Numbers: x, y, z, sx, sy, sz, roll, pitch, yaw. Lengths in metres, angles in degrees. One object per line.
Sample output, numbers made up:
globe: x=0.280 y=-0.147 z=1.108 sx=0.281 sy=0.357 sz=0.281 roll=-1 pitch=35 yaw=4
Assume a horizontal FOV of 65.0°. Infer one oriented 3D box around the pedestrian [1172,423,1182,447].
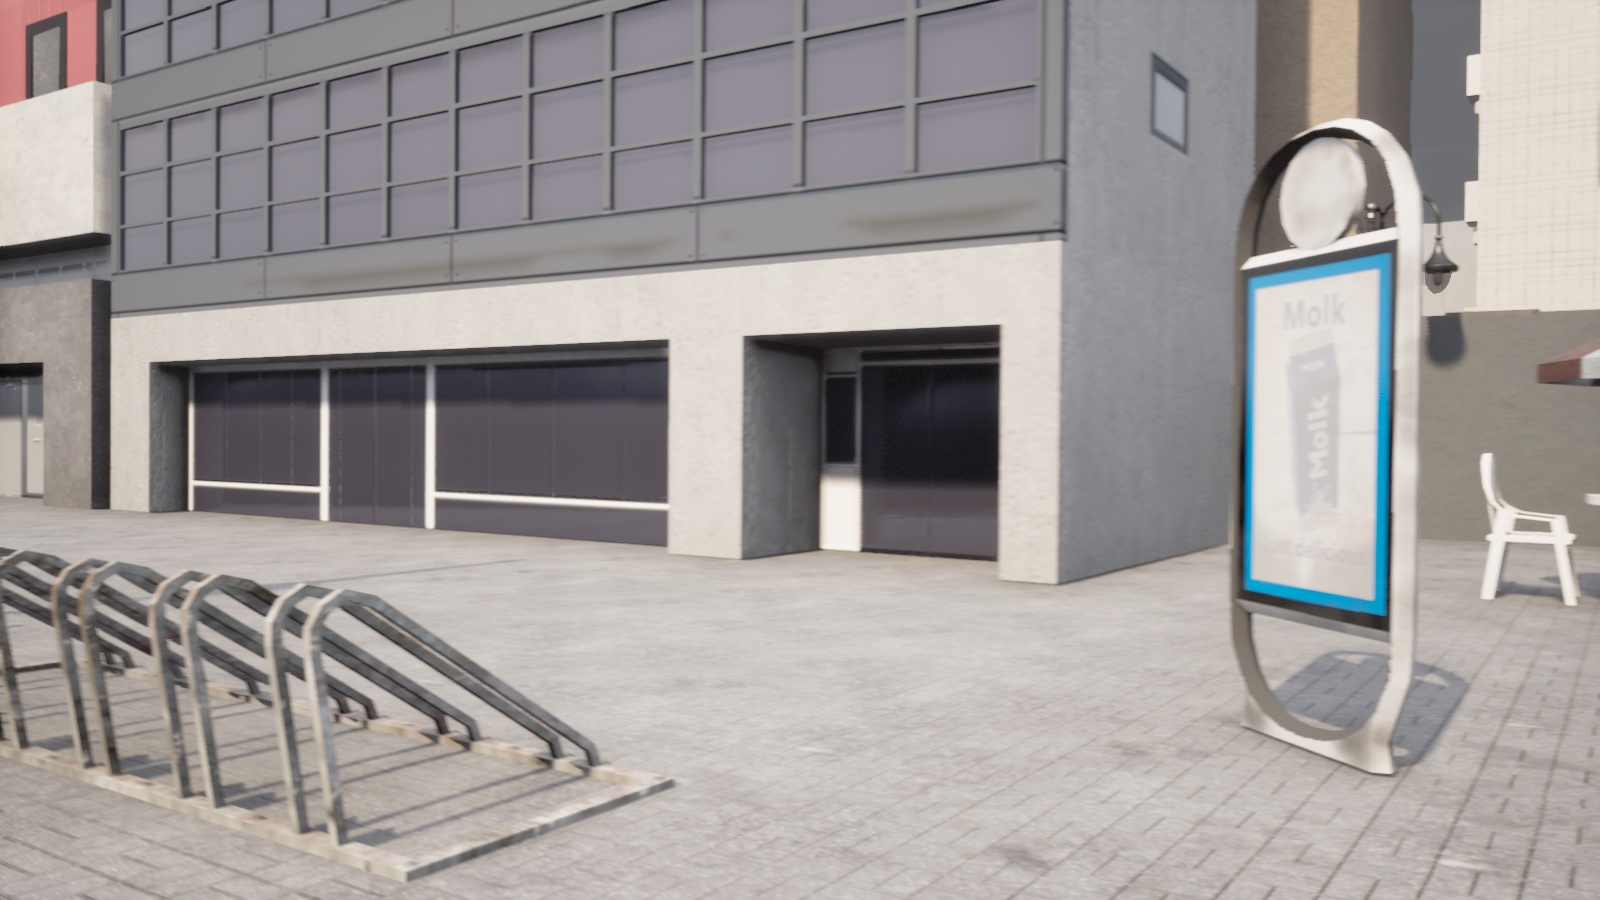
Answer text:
pedestrian: x=28.557 y=-1.112 z=95.133 sx=0.594 sy=1.836 sz=0.345 roll=0 pitch=1 yaw=34
